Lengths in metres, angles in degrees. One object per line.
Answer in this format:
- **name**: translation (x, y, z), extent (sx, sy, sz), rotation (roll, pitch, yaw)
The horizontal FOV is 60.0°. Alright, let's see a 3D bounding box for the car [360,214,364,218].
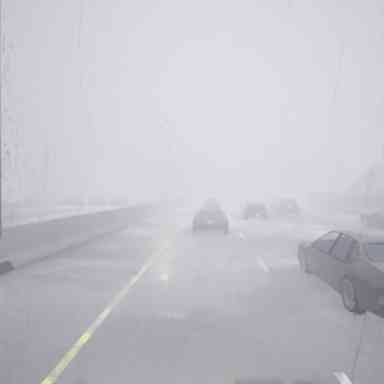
- **car**: translation (11.571, 1.614, 19.207), extent (1.895, 1.301, 4.718), rotation (0, 0, 3)

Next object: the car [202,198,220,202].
- **car**: translation (2.169, 1.456, 37.638), extent (1.837, 1.490, 4.892), rotation (0, 0, 3)

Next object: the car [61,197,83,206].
- **car**: translation (-18.185, 1.421, 50.698), extent (1.994, 1.385, 4.181), rotation (0, 0, 4)

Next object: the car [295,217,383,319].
- **car**: translation (3.876, 1.550, 7.487), extent (2.033, 1.411, 5.357), rotation (0, 0, 3)

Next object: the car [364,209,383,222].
- **car**: translation (7.545, 1.504, 10.056), extent (2.128, 1.511, 4.902), rotation (0, 0, 3)

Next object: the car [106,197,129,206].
- **car**: translation (-11.125, 1.430, 51.330), extent (2.033, 1.411, 5.357), rotation (0, 0, 3)

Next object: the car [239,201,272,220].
- **car**: translation (5.053, 1.482, 27.358), extent (1.837, 1.490, 4.892), rotation (0, 0, 3)

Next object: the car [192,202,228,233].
- **car**: translation (1.068, 1.538, 19.344), extent (1.994, 1.385, 4.181), rotation (0, 0, 3)

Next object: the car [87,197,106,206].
- **car**: translation (-14.618, 1.470, 51.547), extent (1.994, 1.385, 4.181), rotation (0, 0, 3)

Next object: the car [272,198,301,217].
- **car**: translation (8.826, 1.336, 31.754), extent (2.097, 1.767, 4.553), rotation (0, 0, 3)
